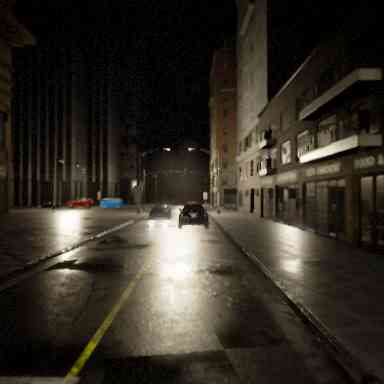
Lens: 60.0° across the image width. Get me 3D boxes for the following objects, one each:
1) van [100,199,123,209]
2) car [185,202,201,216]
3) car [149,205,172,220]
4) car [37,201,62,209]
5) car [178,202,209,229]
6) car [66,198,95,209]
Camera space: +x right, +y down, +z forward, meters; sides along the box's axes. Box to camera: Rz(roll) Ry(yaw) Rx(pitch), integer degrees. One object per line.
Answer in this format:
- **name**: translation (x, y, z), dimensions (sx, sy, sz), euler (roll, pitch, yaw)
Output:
- **van**: translation (-14.711, 2.121, 60.854), dimensions (3.998, 1.788, 1.690), euler (0, -1, -1)
- **car**: translation (0.108, 1.952, 40.036), dimensions (1.882, 1.535, 5.008), euler (0, -1, 0)
- **car**: translation (-2.995, 1.945, 32.433), dimensions (1.994, 1.385, 4.181), euler (0, -1, 0)
- **car**: translation (-25.991, 2.341, 60.682), dimensions (4.313, 1.339, 1.947), euler (0, -1, -1)
- **car**: translation (0.106, 1.630, 24.250), dimensions (2.097, 1.767, 4.553), euler (0, -1, 0)
- **car**: translation (-20.352, 2.094, 60.770), dimensions (5.009, 1.841, 2.192), euler (0, -1, -1)
